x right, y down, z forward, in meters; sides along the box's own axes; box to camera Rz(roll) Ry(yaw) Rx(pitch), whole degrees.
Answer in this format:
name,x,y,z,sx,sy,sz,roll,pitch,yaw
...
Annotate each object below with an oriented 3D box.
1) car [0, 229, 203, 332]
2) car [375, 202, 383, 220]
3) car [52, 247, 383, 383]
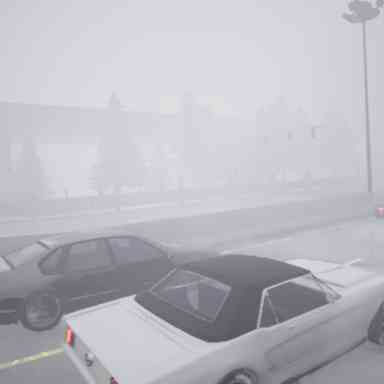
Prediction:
name,x,y,z,sx,sy,sz,roll,pitch,yaw
car,-1.800,1.499,6.772,5.357,1.411,2.033,-2,1,-36
car,10.751,0.626,15.801,5.357,1.411,2.033,-5,3,-36
car,0.917,1.528,4.417,4.718,1.301,1.895,-2,1,-36
